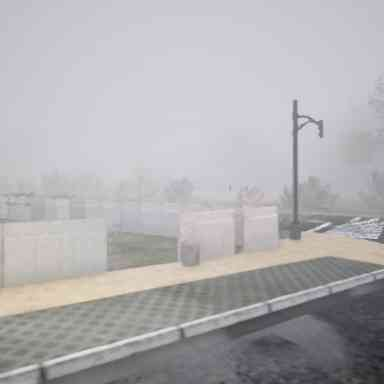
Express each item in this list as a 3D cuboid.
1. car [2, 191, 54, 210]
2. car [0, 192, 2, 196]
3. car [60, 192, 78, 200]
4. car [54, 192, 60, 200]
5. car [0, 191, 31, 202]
[{"bbox_3d":[-16.475,0.799,33.343,4.553,1.767,2.097,1,1,30],"label":"car"},{"bbox_3d":[-28.404,0.645,47.487,4.674,1.442,1.812,1,1,28],"label":"car"},{"bbox_3d":[-17.721,0.768,45.414,4.902,1.511,2.128,1,1,30],"label":"car"},{"bbox_3d":[-19.744,0.886,42.824,4.718,1.301,1.895,1,1,30],"label":"car"},{"bbox_3d":[-26.882,0.607,50.359,4.892,1.490,1.837,1,1,28],"label":"car"}]
